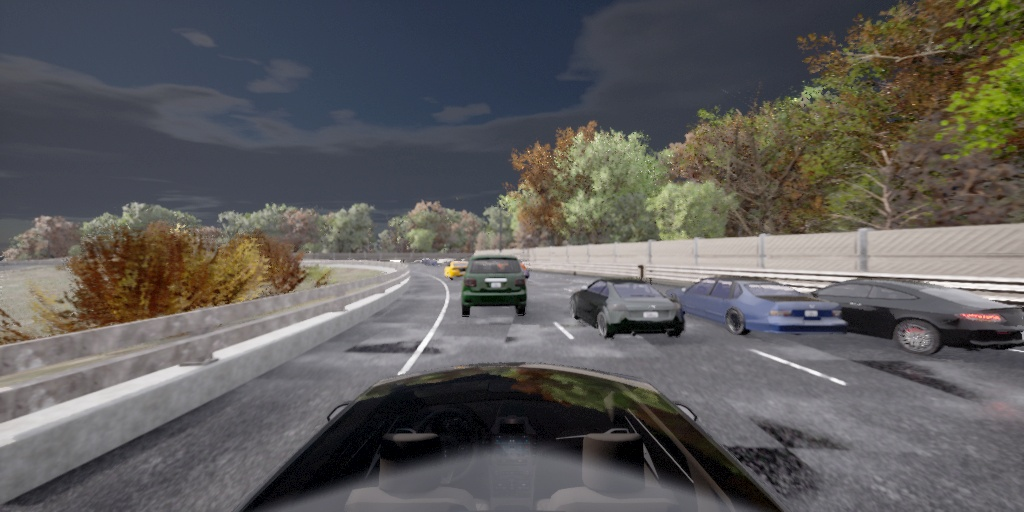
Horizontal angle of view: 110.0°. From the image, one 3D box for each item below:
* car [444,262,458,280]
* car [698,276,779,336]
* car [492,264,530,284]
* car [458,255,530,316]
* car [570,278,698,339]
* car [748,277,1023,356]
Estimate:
[{"bbox_3d":[-4.934,1.282,32.405,1.882,1.535,5.008,0,0,-17],"label":"car"},{"bbox_3d":[6.364,1.288,10.284,2.033,1.411,5.357,1,0,-3],"label":"car"},{"bbox_3d":[-0.163,1.383,28.675,1.895,1.301,4.718,0,0,-15],"label":"car"},{"bbox_3d":[-0.811,0.988,13.599,2.150,2.045,5.566,0,0,-7],"label":"car"},{"bbox_3d":[3.003,1.312,10.166,1.994,1.385,4.181,0,0,-5],"label":"car"},{"bbox_3d":[8.524,1.250,8.562,1.812,1.442,4.674,-1,0,-14],"label":"car"}]
